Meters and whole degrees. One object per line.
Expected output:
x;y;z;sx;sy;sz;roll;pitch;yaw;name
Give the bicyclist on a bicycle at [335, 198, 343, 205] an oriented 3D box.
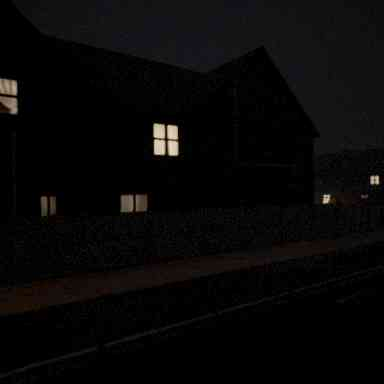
15.834;1.422;35.777;1.656;1.620;0.582;-2;0;-36;bicyclist on a bicycle
